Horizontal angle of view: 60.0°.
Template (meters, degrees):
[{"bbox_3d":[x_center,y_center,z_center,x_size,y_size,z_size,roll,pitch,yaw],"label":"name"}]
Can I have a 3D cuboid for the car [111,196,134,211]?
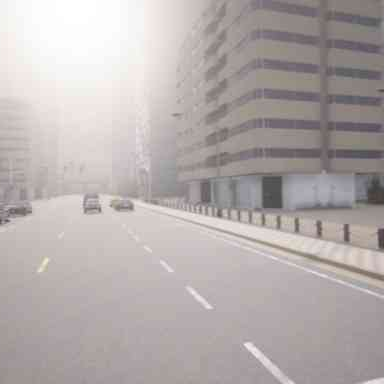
[{"bbox_3d":[-7.987,1.429,39.038,1.994,1.385,4.181,-1,0,-17],"label":"car"}]

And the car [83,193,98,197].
[{"bbox_3d":[-14.078,1.145,46.611,2.150,2.045,5.566,-1,0,-17],"label":"car"}]

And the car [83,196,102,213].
[{"bbox_3d":[-10.977,1.484,36.828,2.033,1.411,5.357,-1,0,-17],"label":"car"}]

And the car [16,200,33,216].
[{"bbox_3d":[-17.384,1.558,33.523,1.882,1.535,5.008,-1,0,-17],"label":"car"}]

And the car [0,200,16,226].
[{"bbox_3d":[-14.436,1.600,23.934,1.837,1.490,4.892,-1,0,-17],"label":"car"}]
